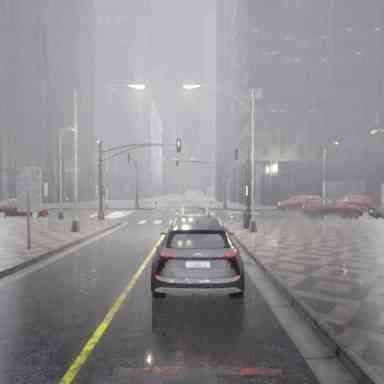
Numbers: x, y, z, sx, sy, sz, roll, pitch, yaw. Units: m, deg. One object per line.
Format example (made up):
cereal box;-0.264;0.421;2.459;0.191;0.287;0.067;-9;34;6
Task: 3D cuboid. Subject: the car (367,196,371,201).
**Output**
car;17.860;1.342;37.760;5.009;1.841;2.192;0;1;0

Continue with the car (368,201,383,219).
car;17.850;1.733;29.239;4.313;1.339;1.947;0;1;0

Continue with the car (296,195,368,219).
car;12.207;1.454;29.235;5.009;1.841;2.192;0;1;0

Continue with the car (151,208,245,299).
car;0.133;1.426;8.475;2.033;1.649;4.856;0;0;1

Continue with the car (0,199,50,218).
car;-14.834;1.558;29.236;4.507;1.381;1.887;0;1;0

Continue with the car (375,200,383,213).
car;23.502;1.622;37.763;4.313;1.339;1.947;0;1;0

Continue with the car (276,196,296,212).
car;12.217;1.313;37.759;5.009;1.841;2.192;0;1;0

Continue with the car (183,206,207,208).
car;0.147;1.502;17.562;1.837;1.490;4.892;0;0;0
